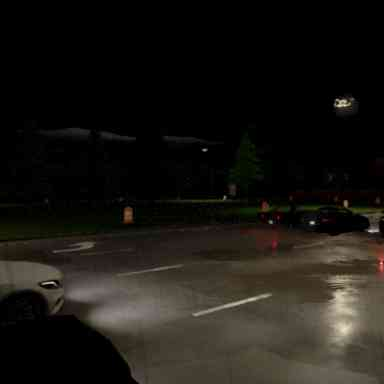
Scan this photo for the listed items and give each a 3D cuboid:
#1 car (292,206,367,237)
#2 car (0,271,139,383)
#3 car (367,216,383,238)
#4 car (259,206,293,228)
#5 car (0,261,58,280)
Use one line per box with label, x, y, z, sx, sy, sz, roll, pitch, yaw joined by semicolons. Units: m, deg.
car;7.648;1.512;17.798;4.181;1.385;1.994;0;0;-35
car;-2.617;1.604;1.880;4.718;1.301;1.895;0;0;-35
car;10.705;1.436;15.680;4.902;1.511;2.128;0;0;-36
car;6.640;1.544;21.611;4.718;1.301;1.895;0;0;-35
car;-4.389;1.528;4.914;4.674;1.442;1.812;0;0;-35
